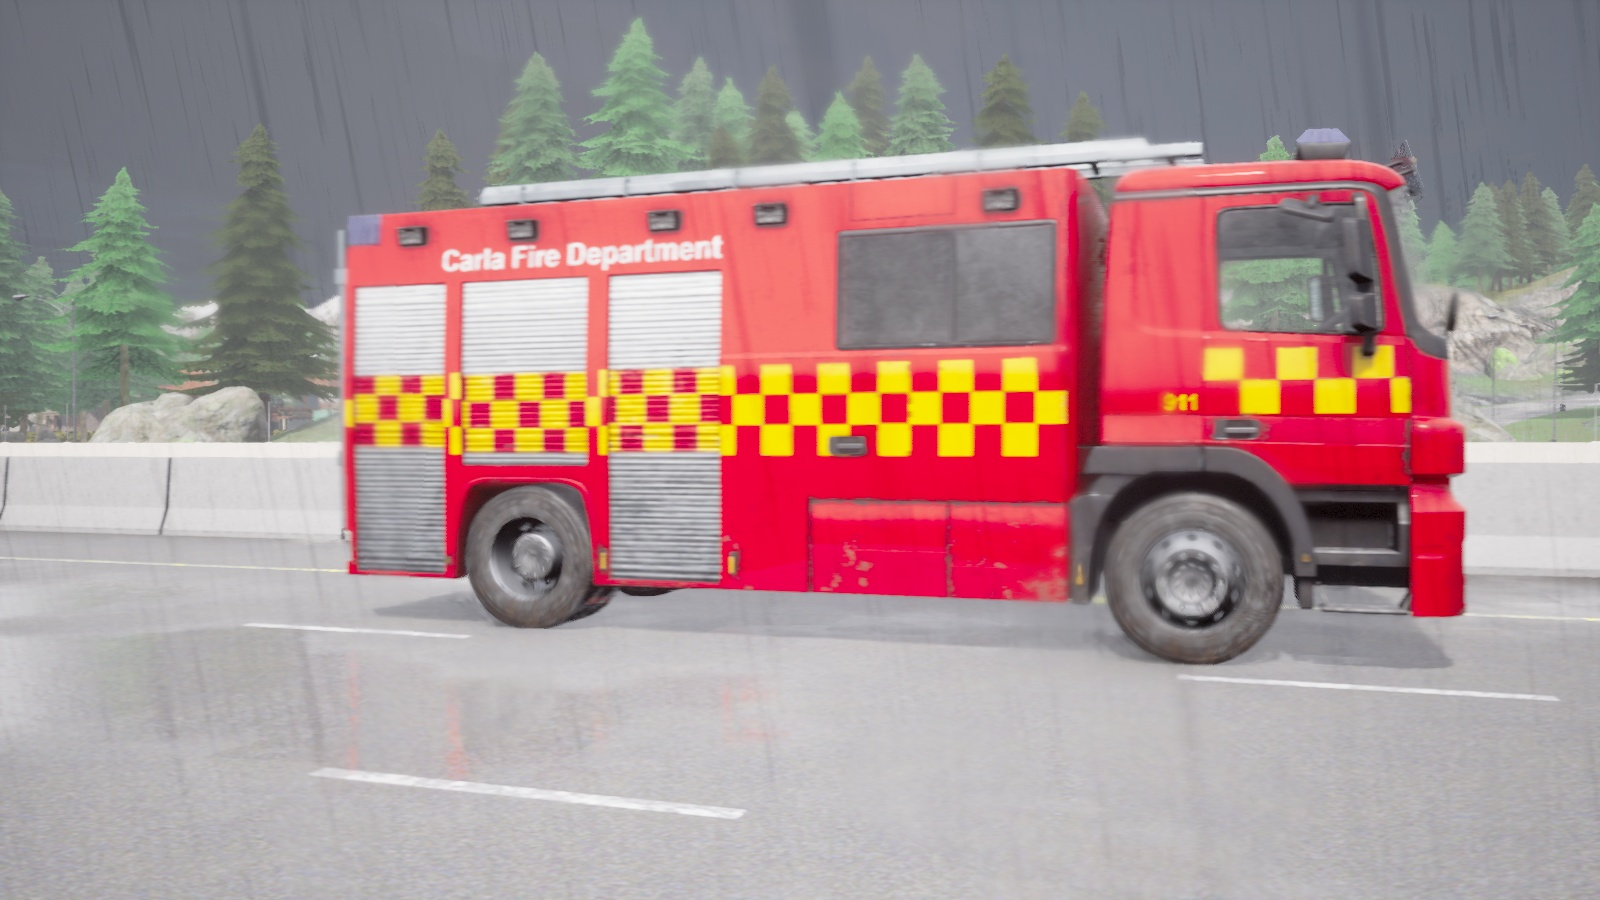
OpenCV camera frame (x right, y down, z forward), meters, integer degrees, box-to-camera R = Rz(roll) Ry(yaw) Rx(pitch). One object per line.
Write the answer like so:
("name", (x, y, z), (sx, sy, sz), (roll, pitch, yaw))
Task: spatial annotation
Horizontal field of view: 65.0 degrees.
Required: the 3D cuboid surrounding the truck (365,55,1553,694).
("truck", (0.935, -0.499, 10.246), (8.468, 3.827, 2.891), (1, 1, 19))
